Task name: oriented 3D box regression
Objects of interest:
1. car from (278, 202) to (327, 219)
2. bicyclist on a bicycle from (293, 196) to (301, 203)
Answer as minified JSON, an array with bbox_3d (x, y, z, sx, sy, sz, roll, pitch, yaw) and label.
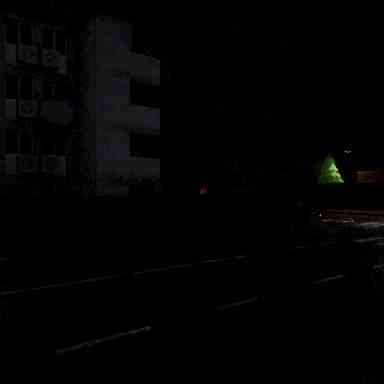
[{"bbox_3d":[9.154,1.583,28.770,1.895,1.301,4.718,0,0,-35],"label":"car"},{"bbox_3d":[12.514,1.285,39.540,1.656,1.620,0.582,0,0,-36],"label":"bicyclist on a bicycle"}]
